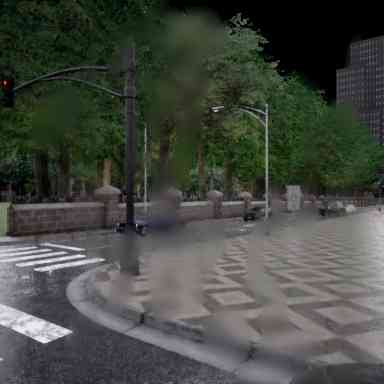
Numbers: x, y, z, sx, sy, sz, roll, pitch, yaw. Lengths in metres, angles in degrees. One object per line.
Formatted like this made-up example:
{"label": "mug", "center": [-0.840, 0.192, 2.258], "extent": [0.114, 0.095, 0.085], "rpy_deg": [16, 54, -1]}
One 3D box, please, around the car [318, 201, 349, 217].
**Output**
{"label": "car", "center": [19.141, 2.239, 44.824], "extent": [2.150, 2.045, 5.566], "rpy_deg": [0, -1, 35]}

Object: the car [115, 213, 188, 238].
{"label": "car", "center": [-2.340, 1.939, 20.109], "extent": [1.895, 1.301, 4.718], "rpy_deg": [0, -1, 36]}

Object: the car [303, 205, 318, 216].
{"label": "car", "center": [17.367, 2.624, 47.684], "extent": [1.994, 1.385, 4.181], "rpy_deg": [0, -1, 35]}

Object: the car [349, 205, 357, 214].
{"label": "car", "center": [25.281, 2.771, 53.478], "extent": [1.812, 1.442, 4.674], "rpy_deg": [0, -1, 35]}

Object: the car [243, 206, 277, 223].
{"label": "car", "center": [6.795, 2.142, 32.949], "extent": [1.882, 1.535, 5.008], "rpy_deg": [0, -1, 35]}

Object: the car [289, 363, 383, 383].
{"label": "car", "center": [2.373, 1.551, 1.264], "extent": [4.403, 1.369, 2.008], "rpy_deg": [0, 0, 36]}
